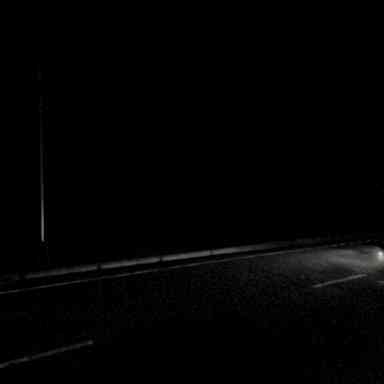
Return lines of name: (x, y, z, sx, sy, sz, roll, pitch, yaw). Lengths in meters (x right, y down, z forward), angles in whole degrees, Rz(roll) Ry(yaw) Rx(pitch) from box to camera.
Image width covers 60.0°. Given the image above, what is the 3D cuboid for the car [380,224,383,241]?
car: (10.074, 1.462, 14.137, 4.902, 1.511, 2.128, 0, 0, -29)
